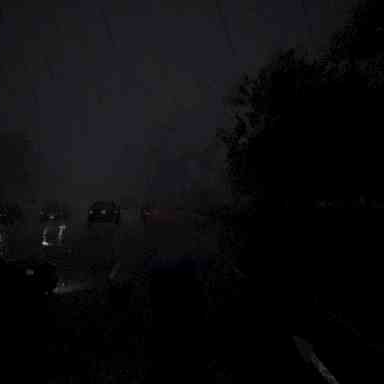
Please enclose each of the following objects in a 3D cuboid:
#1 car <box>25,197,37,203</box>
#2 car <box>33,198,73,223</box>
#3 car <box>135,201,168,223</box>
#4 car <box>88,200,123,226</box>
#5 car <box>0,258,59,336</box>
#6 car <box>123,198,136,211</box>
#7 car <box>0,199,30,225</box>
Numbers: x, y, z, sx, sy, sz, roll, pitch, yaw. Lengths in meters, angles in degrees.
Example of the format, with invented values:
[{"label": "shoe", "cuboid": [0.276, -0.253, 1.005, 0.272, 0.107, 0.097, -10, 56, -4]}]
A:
[{"label": "car", "cuboid": [-30.276, 1.568, 62.225, 2.033, 1.411, 5.357, 0, 0, -35]}, {"label": "car", "cuboid": [-10.424, 1.514, 25.743, 2.128, 1.511, 4.902, 0, 0, -14]}, {"label": "car", "cuboid": [-3.068, 1.565, 26.004, 2.033, 1.411, 5.357, 0, 0, -13]}, {"label": "car", "cuboid": [-6.240, 1.371, 23.953, 2.097, 1.767, 4.553, 0, 0, -12]}, {"label": "car", "cuboid": [-3.604, 1.557, 4.511, 2.033, 1.411, 5.357, 0, 0, -3]}, {"label": "car", "cuboid": [-8.020, 1.521, 42.182, 2.128, 1.511, 4.902, 0, 0, -21]}, {"label": "car", "cuboid": [-13.606, 1.516, 24.000, 2.128, 1.511, 4.902, 0, 0, -13]}]
